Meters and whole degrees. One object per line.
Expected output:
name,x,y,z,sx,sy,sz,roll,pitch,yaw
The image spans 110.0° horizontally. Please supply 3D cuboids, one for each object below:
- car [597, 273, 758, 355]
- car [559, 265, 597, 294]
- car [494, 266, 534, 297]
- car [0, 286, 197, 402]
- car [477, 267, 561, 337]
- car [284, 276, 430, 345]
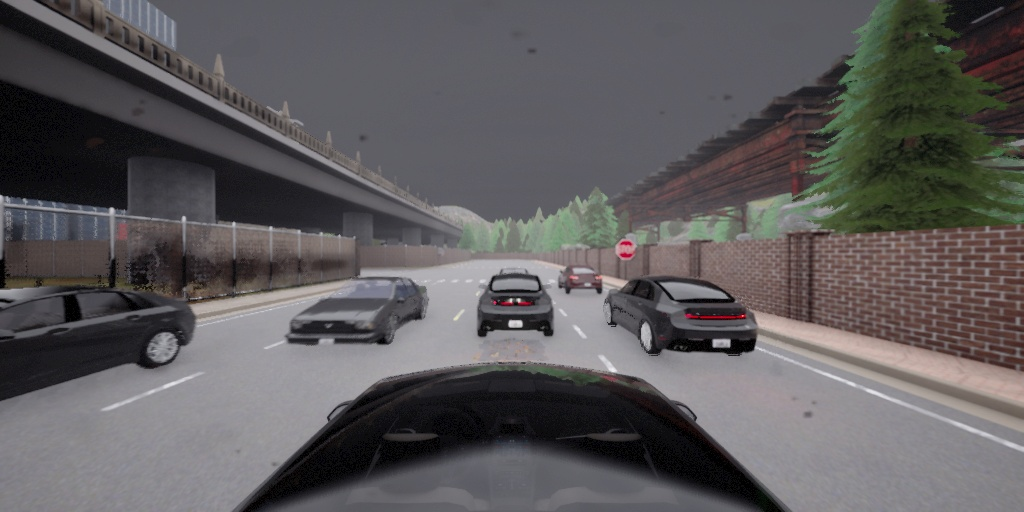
car,3.600,1.224,8.571,1.837,1.490,4.892,0,1,0
car,3.625,1.192,19.456,1.812,1.442,4.674,0,0,0
car,0.102,1.268,19.265,1.895,1.301,4.718,0,0,0
car,-7.095,1.239,4.979,1.837,1.490,4.892,0,0,0
car,0.090,1.214,10.144,1.837,1.490,4.892,0,0,0
car,-3.590,1.260,9.608,2.033,1.411,5.357,0,0,0
